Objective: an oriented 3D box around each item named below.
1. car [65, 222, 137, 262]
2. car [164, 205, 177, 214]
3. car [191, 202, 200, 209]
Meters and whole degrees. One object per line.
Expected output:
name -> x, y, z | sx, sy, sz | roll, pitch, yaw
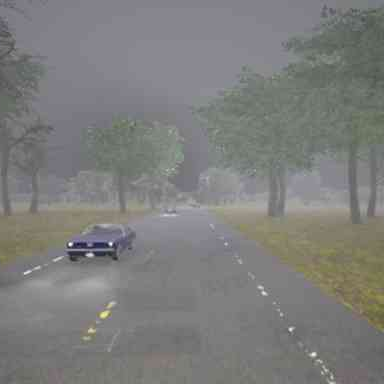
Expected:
car -> -3.603, 1.985, 13.970 | 1.895, 1.301, 4.718 | -1, -1, 0
car -> -3.554, 2.896, 56.002 | 2.128, 1.511, 4.902 | -1, -1, 1
car -> 1.222, 3.768, 89.928 | 1.812, 1.442, 4.674 | -1, -2, 0
